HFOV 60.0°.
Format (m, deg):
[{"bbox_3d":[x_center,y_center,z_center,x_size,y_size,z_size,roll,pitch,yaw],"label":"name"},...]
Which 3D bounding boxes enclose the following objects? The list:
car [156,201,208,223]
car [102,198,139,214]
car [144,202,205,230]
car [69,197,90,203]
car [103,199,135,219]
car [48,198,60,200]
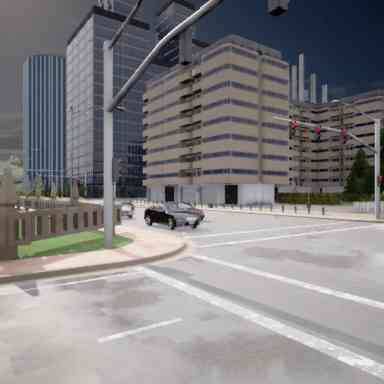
[{"bbox_3d":[-0.906,1.526,26.685,1.812,1.442,4.674,0,0,-36],"label":"car"},{"bbox_3d":[-7.937,1.492,36.517,2.128,1.511,4.902,0,0,-35],"label":"car"},{"bbox_3d":[-1.382,1.492,21.218,2.128,1.511,4.902,0,0,-34],"label":"car"},{"bbox_3d":[-16.453,1.477,48.545,1.882,1.535,5.008,0,0,-35],"label":"car"},{"bbox_3d":[-6.748,1.526,28.814,1.812,1.442,4.674,0,0,-35],"label":"car"},{"bbox_3d":[-19.257,1.547,46.449,2.033,1.411,5.357,0,0,-35],"label":"car"}]
